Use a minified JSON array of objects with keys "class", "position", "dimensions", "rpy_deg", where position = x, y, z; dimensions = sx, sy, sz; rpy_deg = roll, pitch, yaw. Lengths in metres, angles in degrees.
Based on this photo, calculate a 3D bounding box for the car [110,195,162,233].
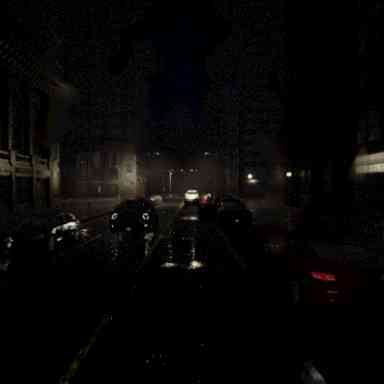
[{"class":"car","position":[-3.102,1.213,18.570],"dimensions":[2.097,1.767,4.553],"rpy_deg":[0,0,0]}]

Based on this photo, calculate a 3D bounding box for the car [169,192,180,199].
[{"class":"car","position":[-3.008,0.680,58.965],"dimensions":[1.882,1.535,5.008],"rpy_deg":[0,0,0]}]

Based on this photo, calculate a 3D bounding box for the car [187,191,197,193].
[{"class":"car","position":[-0.007,0.834,55.196],"dimensions":[2.150,2.045,5.566],"rpy_deg":[0,0,0]}]

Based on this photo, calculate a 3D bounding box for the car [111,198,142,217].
[{"class":"car","position":[-5.769,1.306,29.826],"dimensions":[1.752,1.417,4.829],"rpy_deg":[0,0,0]}]

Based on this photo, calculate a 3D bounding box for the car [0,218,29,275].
[{"class":"car","position":[-5.766,1.508,7.450],"dimensions":[1.947,1.339,4.313],"rpy_deg":[0,0,0]}]

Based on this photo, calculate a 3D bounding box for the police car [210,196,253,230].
[{"class":"police car","position":[2.364,1.275,20.091],"dimensions":[1.930,1.638,5.238],"rpy_deg":[0,0,0]}]

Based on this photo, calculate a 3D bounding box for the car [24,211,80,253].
[{"class":"car","position":[-5.767,1.451,13.086],"dimensions":[2.008,1.369,4.403],"rpy_deg":[0,0,0]}]

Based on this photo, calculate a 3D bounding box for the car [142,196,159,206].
[{"class":"car","position":[-5.772,1.232,46.905],"dimensions":[1.947,1.339,4.313],"rpy_deg":[0,0,0]}]

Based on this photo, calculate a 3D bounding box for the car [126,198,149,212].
[{"class":"car","position":[-5.770,1.323,35.633],"dimensions":[1.802,1.307,4.206],"rpy_deg":[0,0,0]}]

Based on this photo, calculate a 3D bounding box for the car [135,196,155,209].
[{"class":"car","position":[-5.771,1.269,41.269],"dimensions":[1.947,1.339,4.313],"rpy_deg":[0,0,0]}]

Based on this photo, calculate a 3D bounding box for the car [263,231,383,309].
[{"class":"car","position":[2.759,1.525,7.457],"dimensions":[1.802,1.307,4.206],"rpy_deg":[0,0,0]}]

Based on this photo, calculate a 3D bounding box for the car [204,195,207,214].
[{"class":"car","position":[2.753,1.056,35.635],"dimensions":[2.192,1.841,5.009],"rpy_deg":[0,0,0]}]

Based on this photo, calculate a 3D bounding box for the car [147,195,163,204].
[{"class":"car","position":[-5.773,1.180,52.542],"dimensions":[2.008,1.369,4.403],"rpy_deg":[0,0,0]}]

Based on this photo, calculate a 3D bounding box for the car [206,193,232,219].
[{"class":"car","position":[2.754,1.095,29.998],"dimensions":[2.192,1.841,5.009],"rpy_deg":[0,0,0]}]

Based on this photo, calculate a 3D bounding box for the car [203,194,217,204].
[{"class":"car","position":[2.751,1.070,52.544],"dimensions":[1.967,1.590,4.097],"rpy_deg":[0,0,0]}]

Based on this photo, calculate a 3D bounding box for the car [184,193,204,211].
[{"class":"car","position":[0.028,1.191,41.754],"dimensions":[2.128,1.511,4.902],"rpy_deg":[0,0,1]}]
